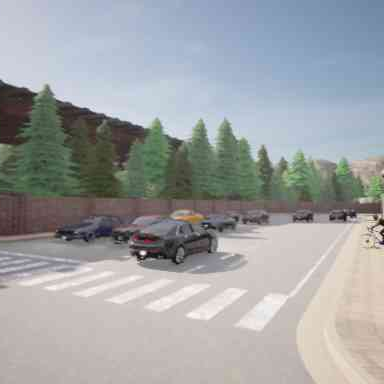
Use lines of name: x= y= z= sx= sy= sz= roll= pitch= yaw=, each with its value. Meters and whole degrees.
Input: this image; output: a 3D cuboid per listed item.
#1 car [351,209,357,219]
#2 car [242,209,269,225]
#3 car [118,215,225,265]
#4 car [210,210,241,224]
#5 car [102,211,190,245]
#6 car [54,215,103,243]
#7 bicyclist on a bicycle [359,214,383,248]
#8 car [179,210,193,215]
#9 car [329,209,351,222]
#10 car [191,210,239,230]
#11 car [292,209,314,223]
car: x=24.029 y=3.307 z=51.366 sx=1.812 sy=1.442 sz=4.674 roll=-1 pitch=-2 yaw=37
car: x=6.836 y=2.629 z=35.441 sx=1.837 sy=1.490 sz=4.892 roll=0 pitch=-2 yaw=28
car: x=-0.560 y=1.905 z=13.534 sx=1.837 sy=1.490 sz=4.892 roll=0 pitch=-2 yaw=28
car: x=3.772 y=2.704 z=37.115 sx=1.994 sy=1.385 sz=4.181 roll=0 pitch=-2 yaw=29
car: x=-2.281 y=1.996 z=18.186 sx=1.882 sy=1.535 sz=5.008 roll=0 pitch=-2 yaw=28
car: x=-5.432 y=2.076 z=19.713 sx=2.033 sy=1.411 sz=5.357 roll=0 pitch=-2 yaw=28
bicyclist on a bicycle: x=8.711 y=1.860 z=15.485 sx=1.656 sy=1.620 sz=0.582 roll=-1 pitch=-2 yaw=28
car: x=-0.864 y=2.310 z=28.368 sx=1.882 sy=1.535 sz=5.008 roll=0 pitch=-2 yaw=28
car: x=18.729 y=2.956 z=42.579 sx=2.128 sy=1.511 sz=4.902 roll=0 pitch=-2 yaw=28
car: x=1.984 y=2.366 z=26.264 sx=1.994 sy=1.385 sz=4.181 roll=0 pitch=-2 yaw=28
car: x=13.416 y=2.827 z=40.132 sx=2.128 sy=1.511 sz=4.902 roll=0 pitch=-2 yaw=28
